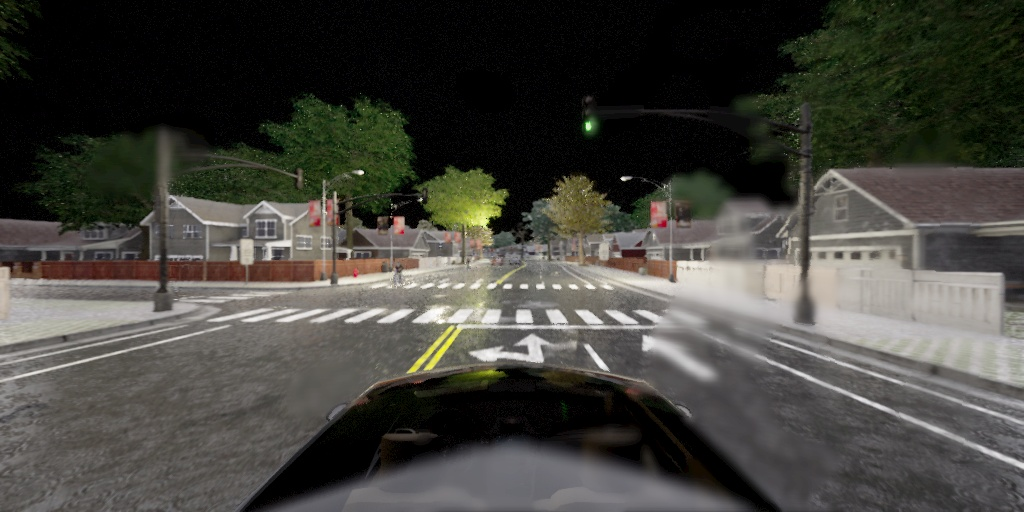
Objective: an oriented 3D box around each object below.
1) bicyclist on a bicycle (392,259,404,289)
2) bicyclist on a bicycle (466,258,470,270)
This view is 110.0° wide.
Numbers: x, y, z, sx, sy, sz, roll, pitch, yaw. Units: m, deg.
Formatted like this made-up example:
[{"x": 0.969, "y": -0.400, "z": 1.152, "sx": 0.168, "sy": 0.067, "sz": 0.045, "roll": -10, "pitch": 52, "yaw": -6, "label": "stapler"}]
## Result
[{"x": -7.038, "y": 1.089, "z": 22.053, "sx": 0.659, "sy": 1.776, "sz": 1.843, "roll": 0, "pitch": 0, "yaw": 2, "label": "bicyclist on a bicycle"}, {"x": -6.052, "y": 1.054, "z": 49.457, "sx": 0.582, "sy": 1.620, "sz": 1.656, "roll": 0, "pitch": 1, "yaw": 2, "label": "bicyclist on a bicycle"}]
